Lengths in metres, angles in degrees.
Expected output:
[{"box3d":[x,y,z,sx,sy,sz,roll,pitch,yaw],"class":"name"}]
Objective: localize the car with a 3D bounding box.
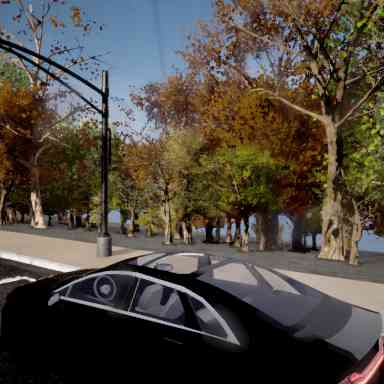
[{"box3d":[-0.408,1.491,3.985,4.902,1.511,2.128,0,0,36],"class":"car"}]
